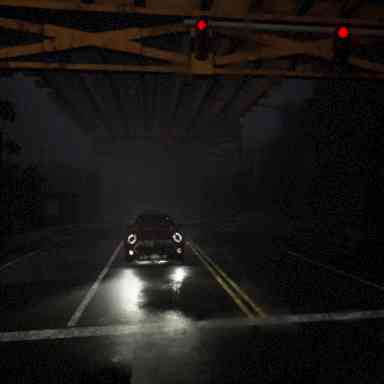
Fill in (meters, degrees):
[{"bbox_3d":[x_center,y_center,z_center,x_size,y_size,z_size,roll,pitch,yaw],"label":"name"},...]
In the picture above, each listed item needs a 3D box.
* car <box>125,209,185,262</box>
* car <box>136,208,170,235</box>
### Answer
[{"bbox_3d":[-1.512,1.642,13.414,2.097,1.767,4.553,-1,-1,-7],"label":"car"},{"bbox_3d":[-2.768,1.996,23.543,2.128,1.511,4.902,-1,-1,-7],"label":"car"}]
